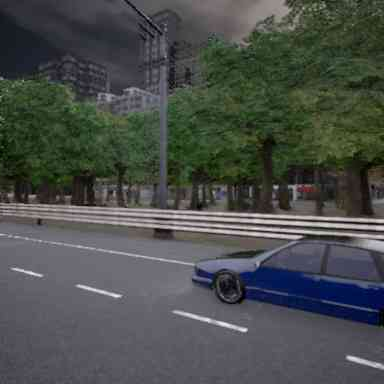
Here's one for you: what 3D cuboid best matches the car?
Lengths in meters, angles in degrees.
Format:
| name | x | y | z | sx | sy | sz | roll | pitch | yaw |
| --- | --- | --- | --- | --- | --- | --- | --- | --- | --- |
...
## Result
| name | x | y | z | sx | sy | sz | roll | pitch | yaw |
| --- | --- | --- | --- | --- | --- | --- | --- | --- | --- |
| car | 2.574 | 1.548 | 6.333 | 5.357 | 1.411 | 2.033 | 0 | 0 | 36 |
